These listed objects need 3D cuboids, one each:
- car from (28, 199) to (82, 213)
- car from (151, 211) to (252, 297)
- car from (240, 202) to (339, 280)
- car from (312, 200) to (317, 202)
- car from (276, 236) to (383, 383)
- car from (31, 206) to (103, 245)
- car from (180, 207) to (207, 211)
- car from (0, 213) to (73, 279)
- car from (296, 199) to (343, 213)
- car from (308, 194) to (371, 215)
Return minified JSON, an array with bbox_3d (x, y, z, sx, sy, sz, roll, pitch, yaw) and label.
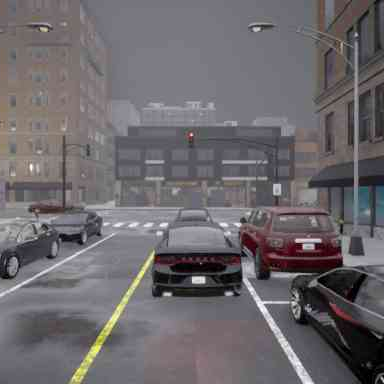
[{"bbox_3d":[-12.559,1.423,31.033,5.008,1.535,1.882,0,0,0],"label":"car"},{"bbox_3d":[0.061,1.477,8.624,1.882,1.535,5.008,0,0,-1],"label":"car"},{"bbox_3d":[2.622,1.314,9.880,2.192,1.841,5.009,0,0,0],"label":"car"},{"bbox_3d":[11.415,1.664,31.178,4.718,1.301,1.895,0,0,0],"label":"car"},{"bbox_3d":[2.630,1.566,4.218,1.947,1.339,4.313,0,0,0],"label":"car"},{"bbox_3d":[-5.411,1.565,15.531,1.947,1.339,4.313,0,0,0],"label":"car"},{"bbox_3d":[0.057,1.504,16.202,1.837,1.490,4.892,0,0,0],"label":"car"},{"bbox_3d":[-5.403,1.550,9.869,2.008,1.369,4.403,0,0,0],"label":"car"},{"bbox_3d":[14.436,1.605,37.881,4.674,1.442,1.812,0,0,0],"label":"car"},{"bbox_3d":[15.248,1.305,34.654,5.566,2.045,2.150,0,0,0],"label":"car"}]
